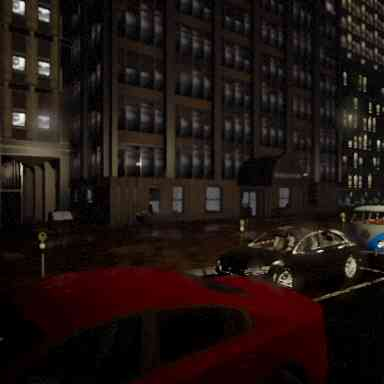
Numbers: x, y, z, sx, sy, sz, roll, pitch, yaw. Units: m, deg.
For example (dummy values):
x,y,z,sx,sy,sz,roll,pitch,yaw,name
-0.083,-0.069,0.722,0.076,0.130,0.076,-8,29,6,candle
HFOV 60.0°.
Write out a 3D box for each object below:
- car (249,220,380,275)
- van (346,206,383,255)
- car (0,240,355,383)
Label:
x,y,z,sx,sy,sz,roll,pitch,yaw,name
2.560,1.561,8.402,4.403,1.369,2.008,0,0,-36,car
7.050,1.358,11.617,3.998,1.788,1.690,0,0,-36,van
-0.946,1.479,2.703,5.008,1.535,1.882,0,0,-36,car
